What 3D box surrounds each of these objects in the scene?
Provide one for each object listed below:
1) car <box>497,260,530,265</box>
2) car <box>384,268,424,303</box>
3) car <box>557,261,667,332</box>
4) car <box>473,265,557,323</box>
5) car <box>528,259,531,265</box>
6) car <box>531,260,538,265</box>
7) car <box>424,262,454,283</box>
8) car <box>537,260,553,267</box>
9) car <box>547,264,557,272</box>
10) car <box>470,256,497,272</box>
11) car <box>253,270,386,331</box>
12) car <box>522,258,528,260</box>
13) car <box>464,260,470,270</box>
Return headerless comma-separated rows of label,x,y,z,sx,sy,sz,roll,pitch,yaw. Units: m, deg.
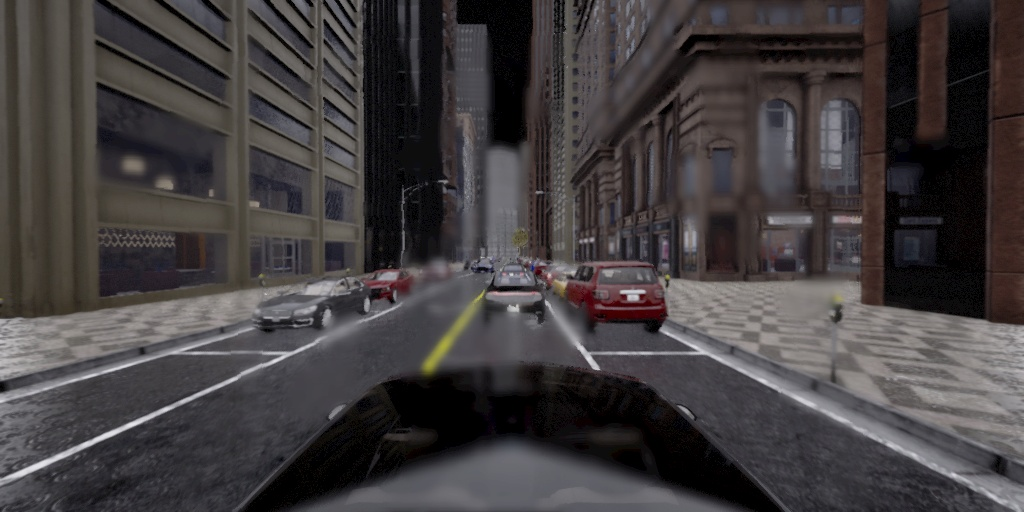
car,0.083,1.282,27.224,2.033,1.411,5.357,0,0,0
car,-5.671,1.287,16.428,1.888,1.381,4.507,0,0,0
car,2.855,1.060,10.813,2.192,1.841,5.009,0,0,0
car,0.082,1.237,12.098,2.128,1.511,4.902,0,0,0
car,3.134,1.201,41.600,1.882,1.535,5.008,0,0,0
car,3.134,1.206,34.599,1.882,1.535,5.008,0,0,0
car,-5.673,1.174,27.677,1.967,1.591,4.097,0,0,0
car,2.854,1.178,22.061,1.967,1.591,4.097,0,0,0
car,2.855,1.267,16.607,1.751,1.417,4.829,0,0,0
car,-3.098,1.077,39.898,2.097,1.767,4.553,0,0,0
car,-5.671,1.296,10.803,2.007,1.370,4.403,0,0,0
car,2.849,1.292,55.808,1.802,1.307,4.207,0,0,0
car,-5.676,1.282,50.176,1.948,1.339,4.313,0,0,0
